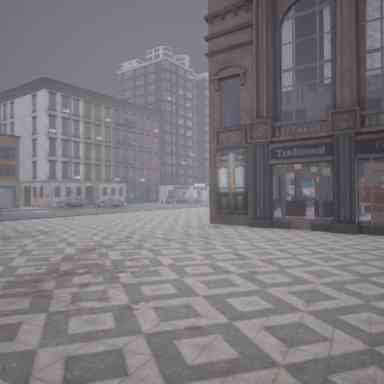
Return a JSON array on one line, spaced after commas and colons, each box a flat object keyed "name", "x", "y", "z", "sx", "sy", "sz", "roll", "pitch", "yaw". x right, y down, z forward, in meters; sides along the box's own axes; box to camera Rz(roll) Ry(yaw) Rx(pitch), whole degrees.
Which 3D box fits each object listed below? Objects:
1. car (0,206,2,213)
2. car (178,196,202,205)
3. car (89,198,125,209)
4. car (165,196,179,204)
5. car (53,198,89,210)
[{"name": "car", "x": -19.976, "y": 1.559, "z": 30.758, "sx": 1.994, "sy": 1.385, "sz": 4.181, "roll": -1, "pitch": 0, "yaw": 35}, {"name": "car", "x": 0.050, "y": 1.532, "z": 58.547, "sx": 1.994, "sy": 1.385, "sz": 4.181, "roll": -1, "pitch": 0, "yaw": 36}, {"name": "car", "x": -10.838, "y": 1.527, "z": 43.506, "sx": 1.994, "sy": 1.385, "sz": 4.181, "roll": -1, "pitch": 0, "yaw": 36}, {"name": "car", "x": -2.908, "y": 1.463, "z": 60.007, "sx": 1.837, "sy": 1.490, "sz": 4.892, "roll": -1, "pitch": -1, "yaw": 36}, {"name": "car", "x": -15.429, "y": 1.488, "z": 42.687, "sx": 2.128, "sy": 1.511, "sz": 4.902, "roll": -1, "pitch": 0, "yaw": 36}]
